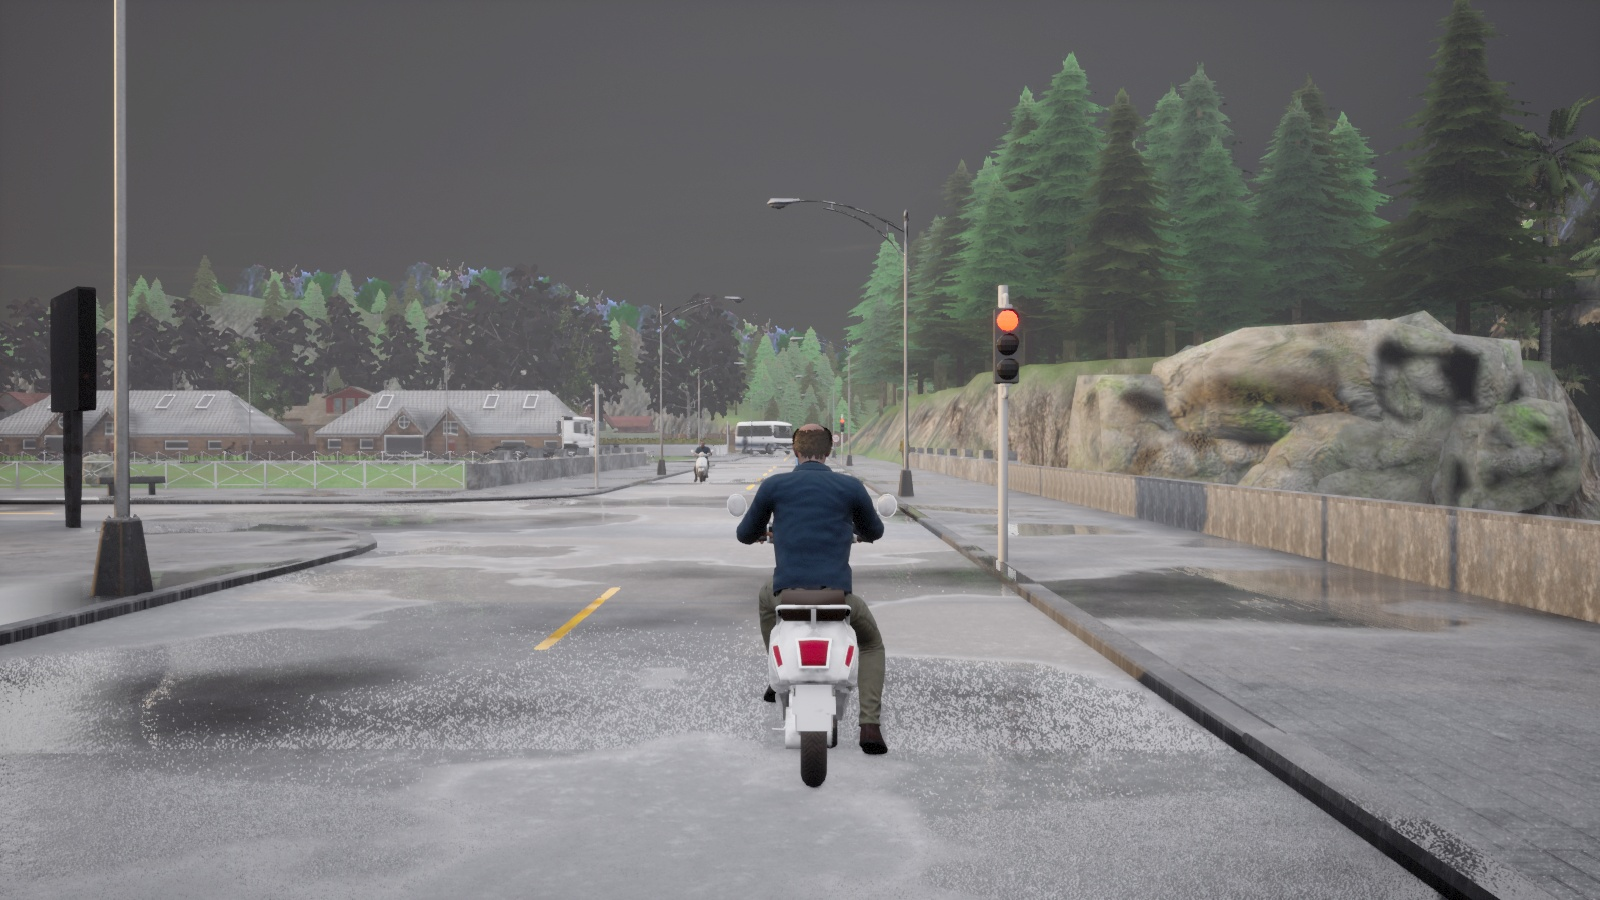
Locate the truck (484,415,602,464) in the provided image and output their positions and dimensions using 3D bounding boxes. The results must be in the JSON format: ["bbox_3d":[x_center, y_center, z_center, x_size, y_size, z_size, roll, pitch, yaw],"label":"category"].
[{"bbox_3d":[-18.415,-0.760,90.360,7.936,3.462,2.891,0,0,0],"label":"truck"}]

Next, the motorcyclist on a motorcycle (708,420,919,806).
[{"bbox_3d":[0.059,0.666,6.070,0.866,1.590,1.817,0,0,0],"label":"motorcyclist on a motorcycle"}]

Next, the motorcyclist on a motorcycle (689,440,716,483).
[{"bbox_3d":[-3.717,0.426,48.000,0.866,1.590,1.817,0,0,0],"label":"motorcyclist on a motorcycle"}]
